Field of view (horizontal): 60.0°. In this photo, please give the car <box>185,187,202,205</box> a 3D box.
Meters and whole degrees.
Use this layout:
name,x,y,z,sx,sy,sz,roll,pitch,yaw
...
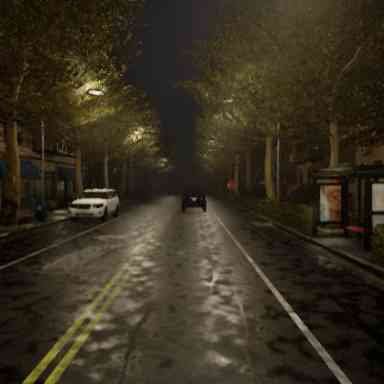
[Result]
name,x,y,z,sx,sy,sz,roll,pitch,yaw
car,0.189,0.447,43.003,2.150,2.045,5.566,0,1,0

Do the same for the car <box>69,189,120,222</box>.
name,x,y,z,sx,sy,sz,roll,pitch,yaw
car,-6.499,0.816,22.799,2.435,2.045,5.566,0,1,0

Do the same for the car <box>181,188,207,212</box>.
name,x,y,z,sx,sy,sz,roll,pitch,yaw
car,0.174,0.677,30.219,2.150,2.045,5.566,0,1,0
